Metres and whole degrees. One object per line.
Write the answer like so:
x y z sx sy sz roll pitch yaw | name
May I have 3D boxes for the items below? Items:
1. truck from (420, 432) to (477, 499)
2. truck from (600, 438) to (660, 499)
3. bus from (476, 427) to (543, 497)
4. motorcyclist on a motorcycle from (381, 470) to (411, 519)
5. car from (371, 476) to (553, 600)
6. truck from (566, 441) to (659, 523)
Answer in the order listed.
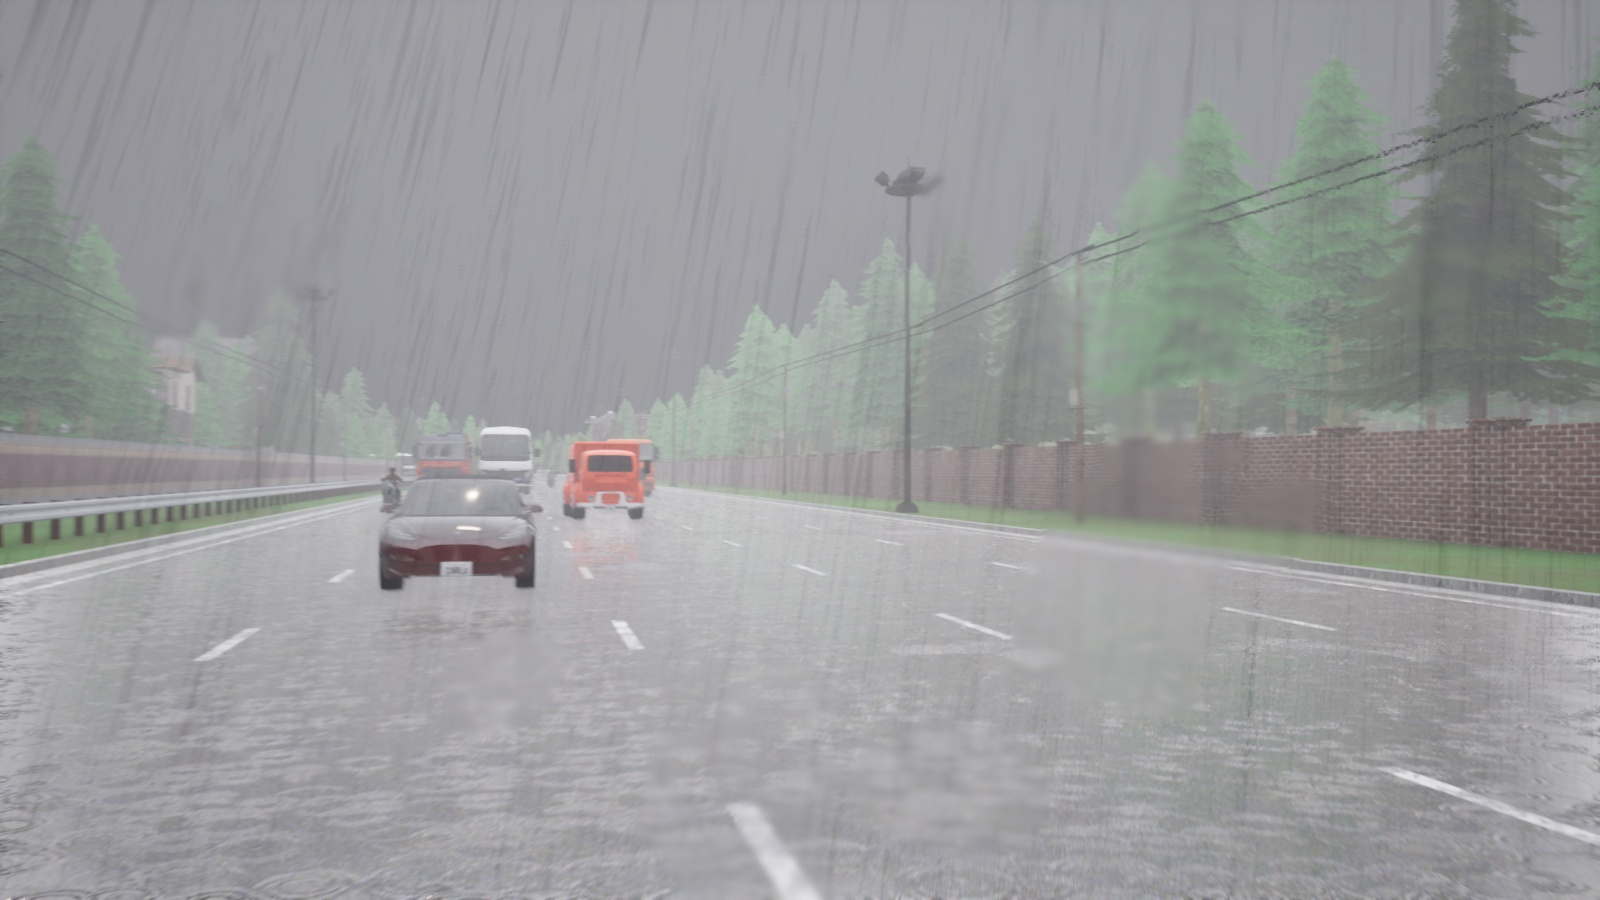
-21.156 0.957 75.960 2.891 3.827 8.468 0 -1 -13 | truck
-10.304 1.116 75.518 2.891 3.462 7.936 0 -1 -13 | truck
-18.757 0.831 81.303 3.944 4.253 10.273 0 -1 -13 | bus
-13.935 1.515 43.402 0.766 1.649 2.350 0 -1 -13 | motorcyclist on a motorcycle
-4.678 1.121 17.842 2.163 1.488 4.792 0 -1 -13 | car
-6.185 1.022 40.796 2.627 2.467 5.204 0 -1 -13 | truck
